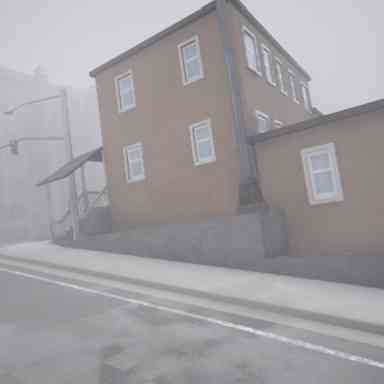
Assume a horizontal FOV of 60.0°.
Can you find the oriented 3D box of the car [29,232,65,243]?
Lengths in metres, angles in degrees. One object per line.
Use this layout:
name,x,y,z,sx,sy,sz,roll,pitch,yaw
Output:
car,-11.706,4.288,29.081,1.837,1.490,4.892,-12,-11,35
